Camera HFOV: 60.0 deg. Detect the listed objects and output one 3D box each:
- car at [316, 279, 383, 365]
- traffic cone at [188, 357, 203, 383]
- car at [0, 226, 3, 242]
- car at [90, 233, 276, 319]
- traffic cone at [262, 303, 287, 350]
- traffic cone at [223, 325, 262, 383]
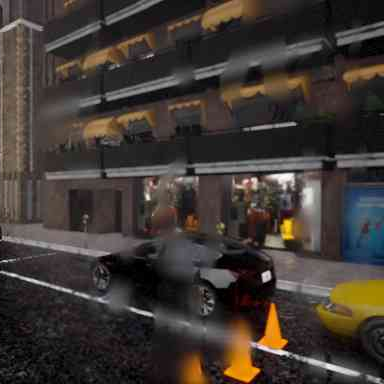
[{"bbox_3d":[4.116,1.527,4.066,4.829,1.417,1.752,0,0,36],"label":"car"},{"bbox_3d":[0.038,1.955,3.333,0.340,0.580,0.340,0,0,36],"label":"traffic cone"},{"bbox_3d":[-9.537,1.548,13.815,4.403,1.369,2.008,0,0,36],"label":"car"},{"bbox_3d":[-0.343,1.566,7.250,4.313,1.339,1.947,0,0,36],"label":"car"},{"bbox_3d":[1.200,1.956,4.961,0.340,0.580,0.340,0,0,36],"label":"traffic cone"},{"bbox_3d":[0.619,1.955,4.147,0.340,0.580,0.340,0,0,36],"label":"traffic cone"}]
